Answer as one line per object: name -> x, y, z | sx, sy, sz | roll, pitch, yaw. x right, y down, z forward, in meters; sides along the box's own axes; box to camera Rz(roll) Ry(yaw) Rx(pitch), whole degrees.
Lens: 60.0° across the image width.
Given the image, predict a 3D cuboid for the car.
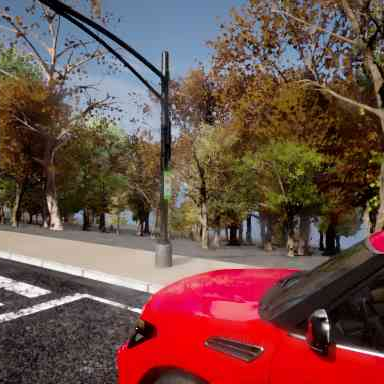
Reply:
car -> 1.997, 1.222, 2.289 | 5.566, 2.045, 2.150 | 0, 0, 34
